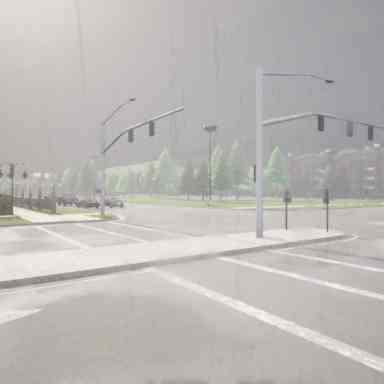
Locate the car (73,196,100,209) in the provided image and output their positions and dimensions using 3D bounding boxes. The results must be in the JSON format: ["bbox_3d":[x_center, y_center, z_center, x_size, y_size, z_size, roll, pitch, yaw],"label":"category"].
[{"bbox_3d":[-14.235,1.601,45.497,1.895,1.301,4.718,0,0,-36],"label":"car"}]

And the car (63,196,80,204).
[{"bbox_3d":[-23.000,1.564,63.630,1.994,1.385,4.181,0,0,-36],"label":"car"}]

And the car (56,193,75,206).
[{"bbox_3d":[-19.947,1.221,53.372,2.150,2.045,5.566,0,0,-36],"label":"car"}]

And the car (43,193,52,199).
[{"bbox_3d":[-26.083,1.221,61.918,2.150,2.045,5.566,0,0,-35],"label":"car"}]

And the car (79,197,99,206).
[{"bbox_3d":[-17.191,1.564,55.536,1.994,1.385,4.181,0,0,-36],"label":"car"}]

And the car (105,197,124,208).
[{"bbox_3d":[-11.429,1.492,47.593,2.128,1.511,4.902,0,0,-36],"label":"car"}]
